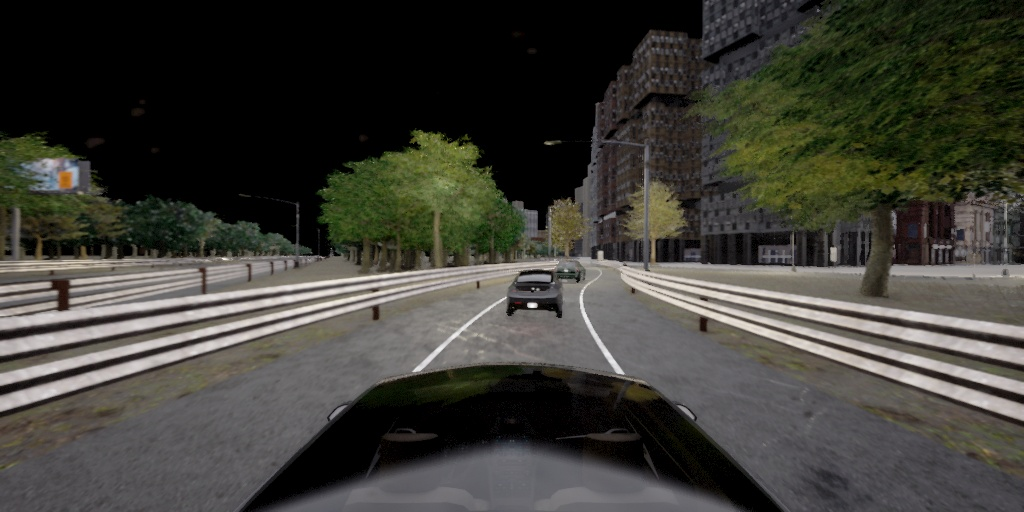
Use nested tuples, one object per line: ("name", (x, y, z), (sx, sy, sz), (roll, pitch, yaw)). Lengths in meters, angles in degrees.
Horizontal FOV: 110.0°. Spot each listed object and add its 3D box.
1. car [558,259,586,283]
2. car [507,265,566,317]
("car", (4.687, 1.122, 28.831), (2.097, 1.767, 4.553), (0, 0, 18))
("car", (0.978, 1.262, 13.379), (1.837, 1.490, 4.892), (0, 0, 8))
